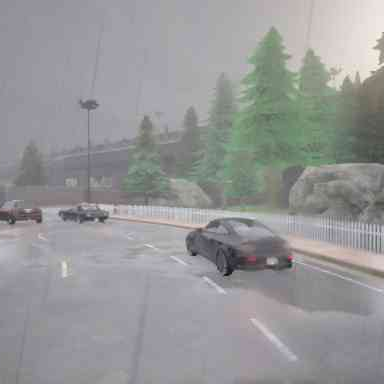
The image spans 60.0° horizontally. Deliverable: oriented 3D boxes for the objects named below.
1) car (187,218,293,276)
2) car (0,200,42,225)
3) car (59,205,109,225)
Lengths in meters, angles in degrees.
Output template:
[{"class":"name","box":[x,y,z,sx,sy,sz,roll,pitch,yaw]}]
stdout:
[{"class":"car","box":[1.259,1.525,10.353,1.812,1.442,4.674,0,0,-18]},{"class":"car","box":[-12.846,1.352,24.487,4.553,1.767,2.097,0,0,44]},{"class":"car","box":[-8.083,1.601,24.530,1.895,1.301,4.718,0,0,-43]}]
